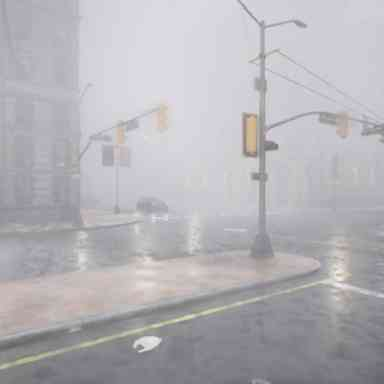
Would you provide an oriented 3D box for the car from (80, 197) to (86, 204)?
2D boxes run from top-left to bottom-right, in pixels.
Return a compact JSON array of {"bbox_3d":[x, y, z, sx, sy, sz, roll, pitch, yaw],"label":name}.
[{"bbox_3d":[-21.764,1.380,61.497,2.097,1.767,4.553,0,0,-35],"label":"car"}]

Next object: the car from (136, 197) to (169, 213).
[{"bbox_3d":[-4.489,1.364,37.288,2.097,1.767,4.553,0,-1,-36],"label":"car"}]

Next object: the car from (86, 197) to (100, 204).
[{"bbox_3d":[-19.421,1.578,64.290,2.033,1.411,5.357,0,0,-35],"label":"car"}]
